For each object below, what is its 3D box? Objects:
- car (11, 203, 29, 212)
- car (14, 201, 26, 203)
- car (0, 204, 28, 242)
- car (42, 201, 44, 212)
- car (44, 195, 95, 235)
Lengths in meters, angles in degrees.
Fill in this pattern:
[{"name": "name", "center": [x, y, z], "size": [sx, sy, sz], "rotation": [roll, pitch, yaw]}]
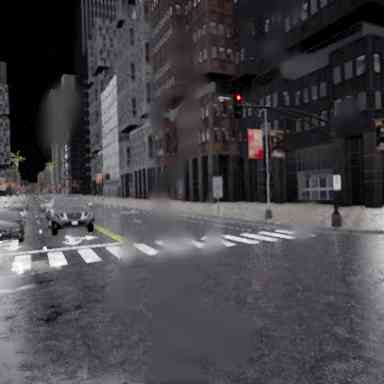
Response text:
[{"name": "car", "center": [-13.363, 1.743, 24.813], "size": [1.895, 1.301, 4.718], "rotation": [-2, 1, -26]}, {"name": "car", "center": [-20.597, 1.754, 39.812], "size": [1.994, 1.385, 4.181], "rotation": [-2, 1, -26]}, {"name": "car", "center": [-9.314, 1.615, 16.446], "size": [1.837, 1.490, 4.892], "rotation": [-2, 1, -26]}, {"name": "car", "center": [-11.485, 1.582, 28.394], "size": [1.812, 1.442, 4.674], "rotation": [-2, 1, -26]}, {"name": "car", "center": [-7.240, 1.244, 19.610], "size": [2.150, 2.045, 5.566], "rotation": [-2, 1, -26]}]
